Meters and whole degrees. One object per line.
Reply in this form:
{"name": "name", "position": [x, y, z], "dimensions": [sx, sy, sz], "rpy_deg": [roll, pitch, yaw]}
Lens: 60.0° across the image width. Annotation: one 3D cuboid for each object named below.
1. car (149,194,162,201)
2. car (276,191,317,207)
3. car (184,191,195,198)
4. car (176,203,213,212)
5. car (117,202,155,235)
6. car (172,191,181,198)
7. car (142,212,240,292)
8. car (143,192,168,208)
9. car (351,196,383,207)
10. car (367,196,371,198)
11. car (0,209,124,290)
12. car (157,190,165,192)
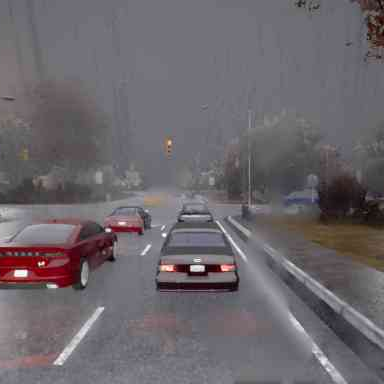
{"name": "car", "position": [-6.988, 1.084, 64.310], "dimensions": [1.895, 1.301, 4.718], "rpy_deg": [0, 1, 0]}
{"name": "car", "position": [13.813, 0.896, 43.245], "dimensions": [5.566, 2.045, 2.150], "rpy_deg": [0, 1, -4]}
{"name": "car", "position": [-0.394, 0.715, 86.243], "dimensions": [2.128, 1.511, 4.902], "rpy_deg": [0, 1, -4]}
{"name": "car", "position": [0.150, 1.380, 18.676], "dimensions": [2.128, 1.511, 4.902], "rpy_deg": [0, 0, -1]}
{"name": "car", "position": [-3.379, 1.458, 18.047], "dimensions": [1.994, 1.385, 4.181], "rpy_deg": [0, 0, 0]}
{"name": "car", "position": [-3.895, 0.787, 86.161], "dimensions": [1.895, 1.301, 4.718], "rpy_deg": [0, 1, -4]}
{"name": "car", "position": [0.110, 1.516, 8.984], "dimensions": [2.033, 1.411, 5.357], "rpy_deg": [0, 0, 0]}
{"name": "car", "position": [-4.763, 1.158, 42.582], "dimensions": [1.882, 1.535, 5.008], "rpy_deg": [-1, 1, -26]}
{"name": "car", "position": [24.114, 1.217, 43.817], "dimensions": [5.357, 1.411, 2.033], "rpy_deg": [0, 1, -3]}
{"name": "car", "position": [20.193, 1.211, 36.380], "dimensions": [5.008, 1.535, 1.882], "rpy_deg": [0, 1, -3]}
{"name": "car", "position": [-3.388, 1.445, 9.060], "dimensions": [1.882, 1.535, 5.008], "rpy_deg": [0, 0, 0]}
{"name": "car", "position": [-7.028, 0.577, 75.502], "dimensions": [2.150, 2.045, 5.566], "rpy_deg": [0, 1, -1]}
